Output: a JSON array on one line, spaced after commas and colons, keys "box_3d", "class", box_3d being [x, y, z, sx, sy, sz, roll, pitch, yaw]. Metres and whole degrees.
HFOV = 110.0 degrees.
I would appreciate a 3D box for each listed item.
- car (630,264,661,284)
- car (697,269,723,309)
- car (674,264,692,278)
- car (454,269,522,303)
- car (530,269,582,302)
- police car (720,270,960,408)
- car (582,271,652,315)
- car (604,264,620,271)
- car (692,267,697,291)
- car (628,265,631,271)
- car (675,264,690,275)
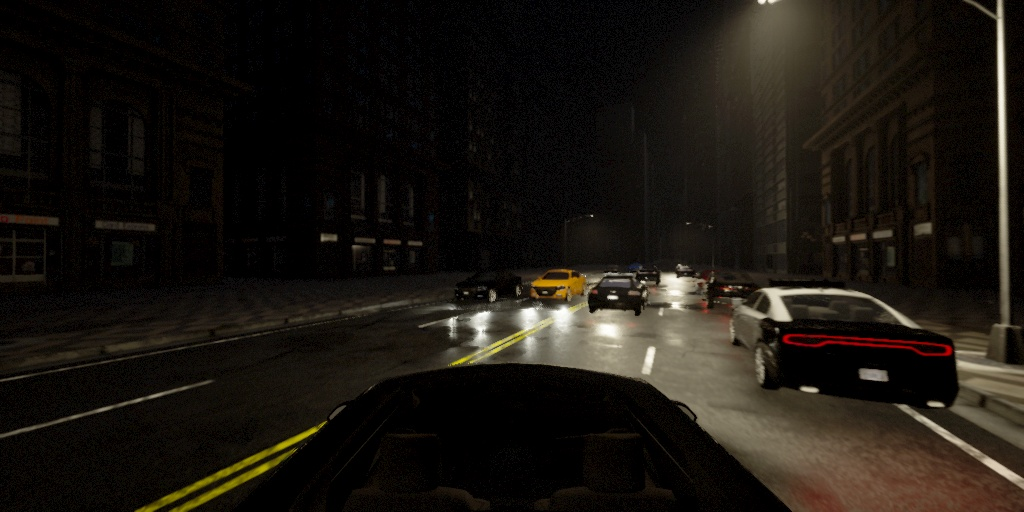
[{"box_3d": [11.868, 1.609, 31.179, 2.128, 1.511, 4.902, 0, -1, 24], "class": "car"}, {"box_3d": [9.385, 1.417, 15.612, 1.837, 1.490, 4.892, 0, -1, 24], "class": "car"}, {"box_3d": [19.465, 1.725, 40.303, 2.128, 1.511, 4.902, 0, -1, 25], "class": "car"}, {"box_3d": [-1.088, 1.453, 18.714, 1.882, 1.535, 5.008, 0, -1, 24], "class": "car"}, {"box_3d": [2.547, 1.447, 18.875, 1.882, 1.535, 5.008, 0, -1, 24], "class": "car"}, {"box_3d": [5.326, 1.227, 6.595, 1.930, 1.638, 5.238, 0, -1, 24], "class": "police car"}, {"box_3d": [4.424, 1.474, 14.652, 1.994, 1.385, 4.181, 0, -1, 24], "class": "car"}, {"box_3d": [15.728, 2.015, 56.037, 2.033, 1.411, 5.357, 0, -1, 24], "class": "car"}, {"box_3d": [11.848, 1.506, 21.083, 1.812, 1.442, 4.674, 0, -1, 24], "class": "car"}, {"box_3d": [19.340, 1.941, 56.128, 1.882, 1.535, 5.008, 0, -1, 25], "class": "car"}, {"box_3d": [25.107, 1.933, 52.917, 1.812, 1.442, 4.674, 0, -1, 24], "class": "car"}]
